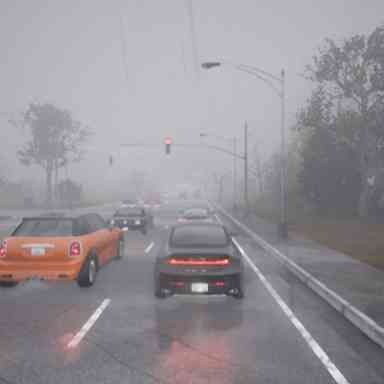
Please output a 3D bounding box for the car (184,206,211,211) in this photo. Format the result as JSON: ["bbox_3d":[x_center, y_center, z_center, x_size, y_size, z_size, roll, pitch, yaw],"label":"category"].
[{"bbox_3d":[0.260,1.432,17.483,1.812,1.442,4.674,0,0,3],"label":"car"}]

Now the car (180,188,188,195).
[{"bbox_3d":[-2.014,-0.117,85.648,1.812,1.442,4.674,0,3,1],"label":"car"}]

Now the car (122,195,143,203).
[{"bbox_3d":[-9.734,1.264,52.978,2.033,1.411,5.357,0,0,1],"label":"car"}]

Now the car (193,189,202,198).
[{"bbox_3d":[1.281,0.651,75.169,2.033,1.411,5.357,0,3,1],"label":"car"}]

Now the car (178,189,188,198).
[{"bbox_3d":[-2.218,0.611,75.235,1.837,1.490,4.892,0,3,1],"label":"car"}]

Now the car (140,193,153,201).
[{"bbox_3d":[-9.354,0.973,68.408,1.837,1.490,4.892,0,2,1],"label":"car"}]

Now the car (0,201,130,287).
[{"bbox_3d":[-3.325,1.301,9.349,2.097,1.767,4.553,0,0,1],"label":"car"}]

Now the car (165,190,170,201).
[{"bbox_3d":[-5.829,0.651,69.592,2.150,2.045,5.566,0,3,1],"label":"car"}]

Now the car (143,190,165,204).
[{"bbox_3d":[-6.216,0.932,53.606,2.150,2.045,5.566,0,1,2],"label":"car"}]

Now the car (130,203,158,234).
[{"bbox_3d":[-3.242,1.502,18.436,1.895,1.301,4.718,0,0,0],"label":"car"}]

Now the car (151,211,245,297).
[{"bbox_3d":[0.164,1.459,8.408,1.837,1.490,4.892,0,0,1],"label":"car"}]
